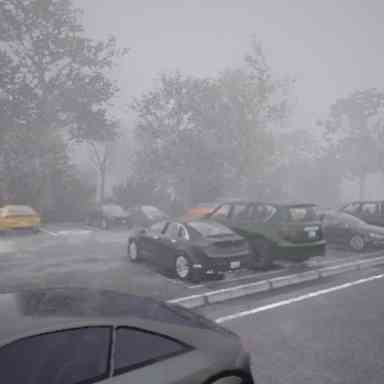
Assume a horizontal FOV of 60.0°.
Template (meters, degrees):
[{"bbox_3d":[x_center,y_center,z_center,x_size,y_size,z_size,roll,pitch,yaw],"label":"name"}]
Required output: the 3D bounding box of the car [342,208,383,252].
[{"bbox_3d":[6.514,1.660,15.086,2.231,1.521,4.892,1,-1,-35],"label":"car"}]

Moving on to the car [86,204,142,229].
[{"bbox_3d":[-5.633,1.570,22.490,2.097,1.535,5.008,1,-1,-35],"label":"car"}]

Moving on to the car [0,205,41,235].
[{"bbox_3d":[-10.162,1.495,19.251,2.097,1.535,5.008,1,0,-35],"label":"car"}]

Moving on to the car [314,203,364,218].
[{"bbox_3d":[17.014,2.116,38.689,2.163,1.488,4.792,1,-1,-36],"label":"car"}]

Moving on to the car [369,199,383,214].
[{"bbox_3d":[28.275,2.130,46.671,2.435,2.045,5.566,2,-1,-36],"label":"car"}]

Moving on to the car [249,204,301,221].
[{"bbox_3d":[7.971,1.909,32.185,2.002,1.452,4.674,1,-1,-36],"label":"car"}]

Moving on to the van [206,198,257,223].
[{"bbox_3d":[3.372,1.534,29.046,1.878,1.987,4.442,1,-1,-35],"label":"van"}]

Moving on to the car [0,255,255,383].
[{"bbox_3d":[-1.449,1.565,2.529,4.181,1.385,1.994,1,0,-35],"label":"car"}]

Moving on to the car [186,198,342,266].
[{"bbox_3d":[1.941,1.319,11.854,2.435,2.045,5.566,1,-1,-35],"label":"car"}]

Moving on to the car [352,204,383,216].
[{"bbox_3d":[23.726,2.297,43.450,2.002,1.452,4.674,2,-1,-36],"label":"car"}]

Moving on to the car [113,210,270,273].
[{"bbox_3d":[-0.323,1.532,10.199,2.231,1.521,4.892,1,-1,-35],"label":"car"}]

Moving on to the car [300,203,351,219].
[{"bbox_3d":[14.783,2.061,37.022,2.163,1.488,4.792,1,-1,-36],"label":"car"}]

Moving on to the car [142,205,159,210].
[{"bbox_3d":[-3.362,1.654,24.104,2.002,1.452,4.674,1,-1,-35],"label":"car"}]

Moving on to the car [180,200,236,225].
[{"bbox_3d":[1.193,1.584,27.310,2.185,1.767,4.553,1,-1,-36],"label":"car"}]

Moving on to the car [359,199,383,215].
[{"bbox_3d":[26.111,2.070,45.123,2.435,2.045,5.566,2,-1,-36],"label":"car"}]

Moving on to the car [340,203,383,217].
[{"bbox_3d":[21.564,2.201,41.901,2.097,1.535,5.008,1,-1,-36],"label":"car"}]

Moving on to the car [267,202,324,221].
[{"bbox_3d":[10.343,1.920,33.655,1.946,1.575,5.366,1,-1,-36],"label":"car"}]

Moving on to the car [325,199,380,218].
[{"bbox_3d":[19.315,1.891,40.264,2.435,2.045,5.566,1,-1,-36],"label":"car"}]

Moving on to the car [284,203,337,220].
[{"bbox_3d":[12.505,1.977,35.422,2.097,1.535,5.008,1,-1,-36],"label":"car"}]

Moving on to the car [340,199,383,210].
[{"bbox_3d":[8.789,1.459,16.735,2.435,2.045,5.566,1,-1,-35],"label":"car"}]
